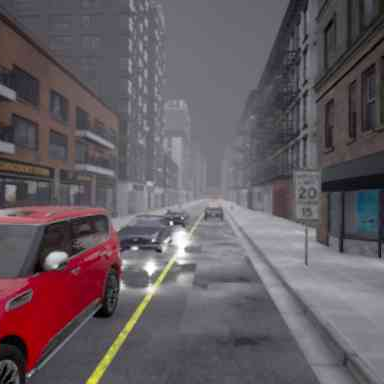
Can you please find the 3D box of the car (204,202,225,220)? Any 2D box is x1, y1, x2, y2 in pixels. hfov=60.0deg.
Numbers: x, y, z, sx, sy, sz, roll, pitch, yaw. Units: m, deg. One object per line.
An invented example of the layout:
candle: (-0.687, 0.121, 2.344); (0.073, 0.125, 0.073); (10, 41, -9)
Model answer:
car: (2.186, 1.968, 32.992); (2.128, 1.511, 4.902); (1, -1, 4)

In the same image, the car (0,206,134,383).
car: (-2.619, 1.257, 4.737); (2.150, 2.045, 5.566); (1, -1, 4)

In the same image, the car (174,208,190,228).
car: (-1.228, 1.932, 25.249); (1.895, 1.301, 4.718); (1, -1, 4)

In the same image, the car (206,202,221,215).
car: (2.877, 2.104, 43.835); (1.882, 1.535, 5.008); (1, -1, 4)

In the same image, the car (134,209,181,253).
car: (-1.932, 1.732, 14.963); (2.033, 1.411, 5.357); (1, -1, 4)
